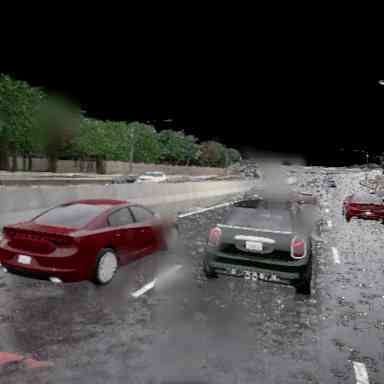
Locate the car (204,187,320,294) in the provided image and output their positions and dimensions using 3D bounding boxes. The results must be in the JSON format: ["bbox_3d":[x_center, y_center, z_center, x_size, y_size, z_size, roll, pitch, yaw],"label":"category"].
[{"bbox_3d":[1.925,0.944,8.183,2.097,1.767,4.553,4,4,21],"label":"car"}]

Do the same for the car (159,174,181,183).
[{"bbox_3d":[-2.217,-1.334,46.164,1.882,1.535,5.008,4,4,22],"label":"car"}]

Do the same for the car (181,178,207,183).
[{"bbox_3d":[0.769,-1.052,44.221,1.837,1.490,4.892,4,4,21],"label":"car"}]

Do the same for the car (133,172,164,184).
[{"bbox_3d":[-5.604,-1.805,47.057,2.150,2.045,5.566,4,4,22],"label":"car"}]

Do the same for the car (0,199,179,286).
[{"bbox_3d":[-1.929,0.900,7.919,1.882,1.535,5.008,4,4,21],"label":"car"}]

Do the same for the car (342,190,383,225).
[{"bbox_3d":[9.676,0.827,18.832,1.882,1.535,5.008,4,4,21],"label":"car"}]

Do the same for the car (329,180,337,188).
[{"bbox_3d":[34.825,-1.702,82.208,1.895,1.301,4.718,4,4,22],"label":"car"}]

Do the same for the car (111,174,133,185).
[{"bbox_3d":[-9.425,-1.697,46.926,1.837,1.490,4.892,4,4,22],"label":"car"}]

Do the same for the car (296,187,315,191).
[{"bbox_3d":[8.618,0.404,25.462,2.128,1.511,4.902,4,4,21],"label":"car"}]
